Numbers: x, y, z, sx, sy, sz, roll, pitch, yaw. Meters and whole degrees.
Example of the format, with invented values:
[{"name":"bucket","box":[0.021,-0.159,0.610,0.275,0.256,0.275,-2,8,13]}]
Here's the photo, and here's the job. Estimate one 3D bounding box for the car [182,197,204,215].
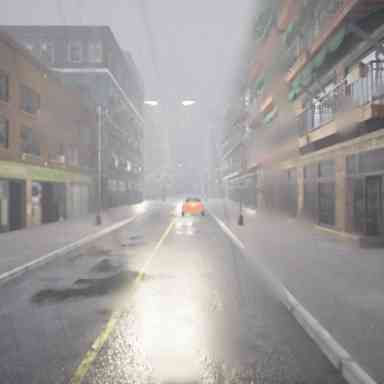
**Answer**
[{"name":"car","box":[0.091,1.273,32.477,2.097,1.767,4.553,0,0,0]}]
